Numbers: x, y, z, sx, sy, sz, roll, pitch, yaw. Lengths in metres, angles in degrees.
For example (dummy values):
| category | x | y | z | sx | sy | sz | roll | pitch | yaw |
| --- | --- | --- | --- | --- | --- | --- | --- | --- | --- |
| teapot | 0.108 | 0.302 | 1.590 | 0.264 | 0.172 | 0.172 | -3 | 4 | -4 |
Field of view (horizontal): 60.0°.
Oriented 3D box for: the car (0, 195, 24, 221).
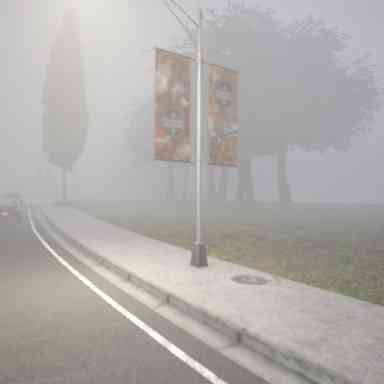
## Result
| category | x | y | z | sx | sy | sz | roll | pitch | yaw |
| --- | --- | --- | --- | --- | --- | --- | --- | --- | --- |
| car | -12.794 | 1.172 | 23.057 | 1.812 | 1.442 | 4.674 | 1 | 0 | -27 |

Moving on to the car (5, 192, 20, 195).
| category | x | y | z | sx | sy | sz | roll | pitch | yaw |
| --- | --- | --- | --- | --- | --- | --- | --- | --- | --- |
| car | -19.730 | 0.830 | 36.661 | 2.097 | 1.767 | 4.553 | 1 | 0 | -26 |
